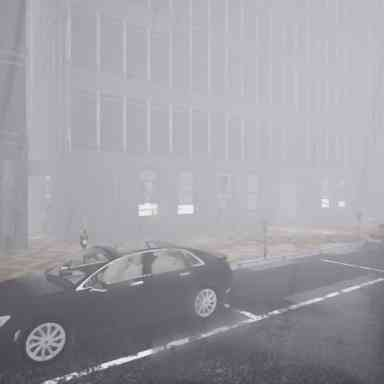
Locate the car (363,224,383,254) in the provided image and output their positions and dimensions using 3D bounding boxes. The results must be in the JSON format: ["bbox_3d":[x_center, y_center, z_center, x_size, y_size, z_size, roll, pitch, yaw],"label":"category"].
[{"bbox_3d":[8.035,1.582,12.258,4.206,1.307,1.802,0,0,-35],"label":"car"}]

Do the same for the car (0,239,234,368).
[{"bbox_3d":[-1.246,1.551,5.666,4.403,1.369,2.008,0,0,-35],"label":"car"}]
